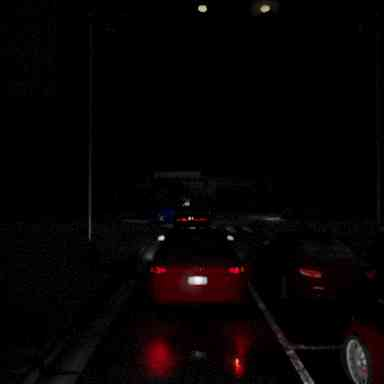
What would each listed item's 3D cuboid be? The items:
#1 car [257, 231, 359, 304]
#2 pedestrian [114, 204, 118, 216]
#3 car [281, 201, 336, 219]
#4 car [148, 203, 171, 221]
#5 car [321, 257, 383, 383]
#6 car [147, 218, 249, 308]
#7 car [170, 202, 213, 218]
[{"bbox_3d":[2.649,1.567,7.761,1.802,1.307,4.206,1,0,0],"label":"car"},{"bbox_3d":[-6.833,1.607,29.833,0.500,1.100,0.500,0,0,0],"label":"pedestrian"},{"bbox_3d":[9.373,1.446,26.864,4.181,1.385,1.994,0,-1,0],"label":"car"},{"bbox_3d":[-0.832,1.471,23.944,4.674,1.442,1.812,0,0,0],"label":"car"},{"bbox_3d":[2.650,1.577,2.322,1.802,1.307,4.206,1,0,0],"label":"car"},{"bbox_3d":[0.097,1.548,7.961,1.994,1.385,4.181,0,0,0],"label":"car"},{"bbox_3d":[-0.097,1.469,17.953,1.837,1.490,4.892,0,0,-3],"label":"car"}]
